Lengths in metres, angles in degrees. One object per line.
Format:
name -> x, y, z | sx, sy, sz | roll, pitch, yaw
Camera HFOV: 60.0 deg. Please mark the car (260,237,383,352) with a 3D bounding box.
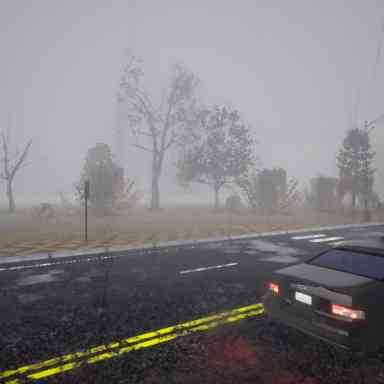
car -> 3.734, 1.546, 5.979 | 5.357, 1.411, 2.033 | 0, 0, -31
